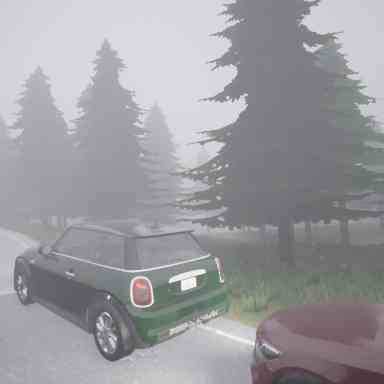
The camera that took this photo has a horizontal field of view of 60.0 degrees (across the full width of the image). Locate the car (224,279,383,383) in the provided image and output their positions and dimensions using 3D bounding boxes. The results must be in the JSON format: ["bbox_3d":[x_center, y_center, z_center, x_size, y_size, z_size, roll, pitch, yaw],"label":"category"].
[{"bbox_3d":[2.753,1.531,2.593,4.674,1.442,1.812,1,0,36],"label":"car"}]

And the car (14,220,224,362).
[{"bbox_3d":[-1.577,1.308,6.213,4.553,1.767,2.097,1,1,44],"label":"car"}]
